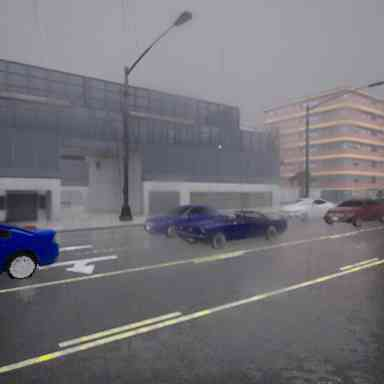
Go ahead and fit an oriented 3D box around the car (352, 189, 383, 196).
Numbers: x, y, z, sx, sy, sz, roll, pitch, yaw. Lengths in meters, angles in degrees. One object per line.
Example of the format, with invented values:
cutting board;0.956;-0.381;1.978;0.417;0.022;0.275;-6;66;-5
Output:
car;14.651;0.746;27.192;5.566;2.045;2.150;-1;1;-35

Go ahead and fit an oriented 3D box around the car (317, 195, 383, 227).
car;9.691;1.139;19.466;4.674;1.442;1.812;-2;1;-35

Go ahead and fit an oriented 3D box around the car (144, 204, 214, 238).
car;-0.146;1.373;16.774;4.674;1.442;1.812;-1;1;-35

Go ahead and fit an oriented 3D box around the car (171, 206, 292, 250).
car;1.741;1.452;13.821;4.718;1.301;1.895;-1;1;-35

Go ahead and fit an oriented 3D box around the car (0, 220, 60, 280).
car;-5.995;1.477;8.309;5.008;1.535;1.882;-1;0;-36

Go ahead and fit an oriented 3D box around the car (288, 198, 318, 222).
car;7.793;1.134;22.398;4.674;1.442;1.812;-2;1;-35

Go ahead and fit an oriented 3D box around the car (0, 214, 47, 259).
car;-7.704;1.598;11.394;4.718;1.301;1.895;-1;1;-35
